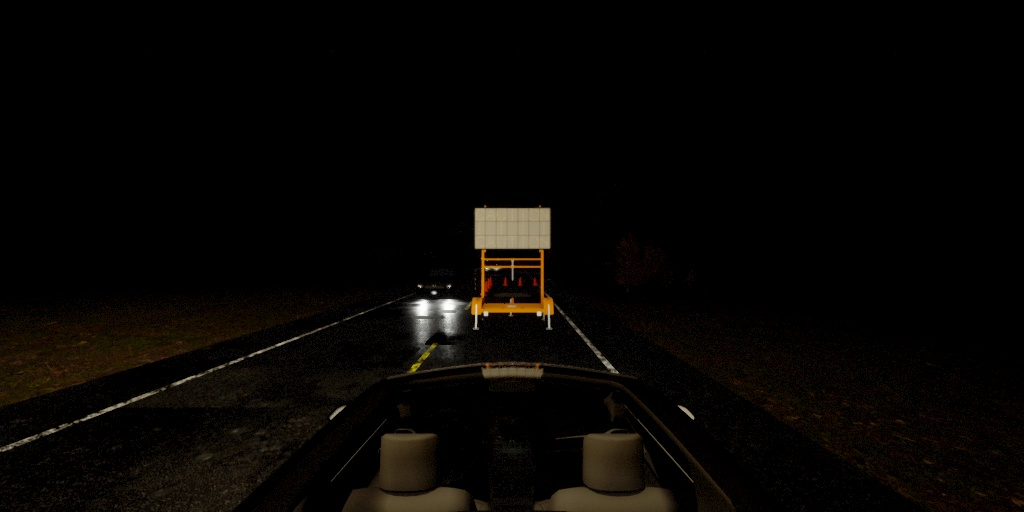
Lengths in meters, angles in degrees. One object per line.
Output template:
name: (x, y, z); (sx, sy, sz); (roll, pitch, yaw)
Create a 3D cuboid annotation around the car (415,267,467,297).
car: (-3.564, 1.300, 19.073); (2.033, 1.411, 5.357); (0, 0, 0)

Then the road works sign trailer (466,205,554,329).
road works sign trailer: (0.019, 0.215, 11.173); (2.380, 3.560, 2.880); (0, 0, 0)

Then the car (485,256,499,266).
car: (-3.442, 1.013, 62.566); (2.150, 2.045, 5.566); (0, 0, 0)
